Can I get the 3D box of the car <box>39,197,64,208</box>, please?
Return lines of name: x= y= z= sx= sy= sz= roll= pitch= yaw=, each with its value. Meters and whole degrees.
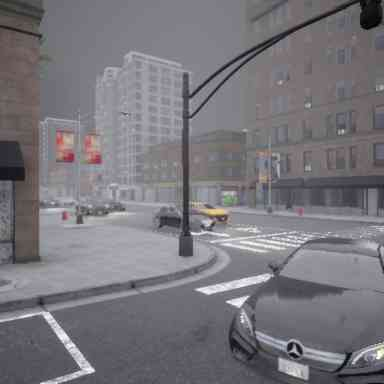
car: x=-19.879 y=1.423 z=46.244 sx=2.128 sy=1.511 sz=4.902 roll=0 pitch=0 yaw=-35

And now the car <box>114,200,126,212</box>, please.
car: x=-8.850 y=1.511 z=36.400 sx=1.994 sy=1.385 sz=4.181 roll=0 pitch=0 yaw=-36

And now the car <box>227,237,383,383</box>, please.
car: x=2.351 y=1.527 z=5.273 sx=1.812 sy=1.442 sz=4.674 roll=2 pitch=1 yaw=35

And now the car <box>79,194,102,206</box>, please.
car: x=-16.077 y=1.270 z=52.297 sx=2.097 sy=1.767 sz=4.553 roll=0 pitch=0 yaw=-36

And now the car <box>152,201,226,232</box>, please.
car: x=-0.572 y=1.472 z=19.341 sx=2.128 sy=1.511 sz=4.902 roll=0 pitch=0 yaw=-35

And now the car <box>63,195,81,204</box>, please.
car: x=-21.750 y=1.407 z=60.159 sx=1.837 sy=1.490 sz=4.892 roll=0 pitch=0 yaw=-36

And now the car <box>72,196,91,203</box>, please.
car: x=-22.086 y=1.437 z=66.170 sx=2.033 sy=1.411 sz=5.357 roll=0 pitch=0 yaw=-36

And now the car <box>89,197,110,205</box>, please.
car: x=-16.184 y=1.507 z=57.995 sx=1.895 sy=1.301 sz=4.718 roll=0 pitch=0 yaw=-36

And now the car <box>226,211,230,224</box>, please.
car: x=0.533 y=1.449 z=23.401 sx=1.882 sy=1.535 sz=5.008 roll=0 pitch=0 yaw=-36

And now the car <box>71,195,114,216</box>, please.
car: x=-9.603 y=1.308 z=31.887 sx=2.097 sy=1.767 sz=4.553 roll=0 pitch=0 yaw=-36

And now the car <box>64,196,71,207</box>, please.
car: x=-18.806 y=1.452 z=50.351 sx=1.812 sy=1.442 sz=4.674 roll=0 pitch=0 yaw=-36
